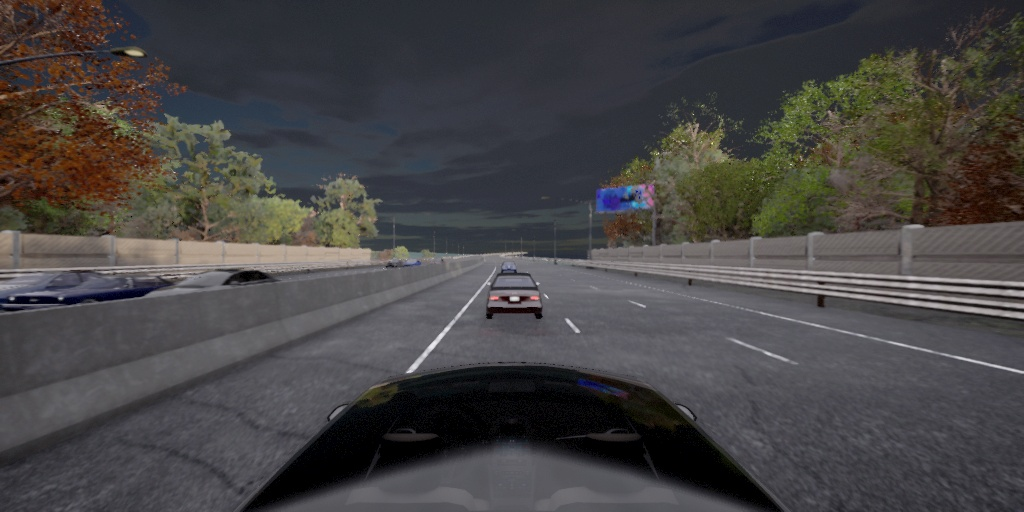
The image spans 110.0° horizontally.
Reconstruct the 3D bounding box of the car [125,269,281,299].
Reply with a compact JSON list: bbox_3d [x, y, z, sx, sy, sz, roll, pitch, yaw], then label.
[{"bbox_3d":[-10.649,1.251,13.224,1.837,1.490,4.892,0,0,0],"label":"car"}]

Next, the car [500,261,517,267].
[{"bbox_3d":[-0.380,1.273,42.316,2.033,1.411,5.357,0,0,-1],"label":"car"}]

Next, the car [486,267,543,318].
[{"bbox_3d":[0.056,1.291,12.944,2.033,1.411,5.357,0,0,0],"label":"car"}]

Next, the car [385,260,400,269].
[{"bbox_3d":[-18.424,1.262,56.930,2.033,1.411,5.357,0,0,-1],"label":"car"}]

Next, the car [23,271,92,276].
[{"bbox_3d":[-17.652,1.295,13.954,2.033,1.411,5.357,0,0,-1],"label":"car"}]

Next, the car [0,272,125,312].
[{"bbox_3d":[-14.144,1.349,12.794,1.895,1.301,4.718,0,0,0],"label":"car"}]

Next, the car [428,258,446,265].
[{"bbox_3d":[-11.380,1.068,54.603,2.097,1.767,4.553,0,0,-1],"label":"car"}]

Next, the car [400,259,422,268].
[{"bbox_3d":[-14.860,1.195,53.884,1.882,1.535,5.008,0,0,-1],"label":"car"}]
